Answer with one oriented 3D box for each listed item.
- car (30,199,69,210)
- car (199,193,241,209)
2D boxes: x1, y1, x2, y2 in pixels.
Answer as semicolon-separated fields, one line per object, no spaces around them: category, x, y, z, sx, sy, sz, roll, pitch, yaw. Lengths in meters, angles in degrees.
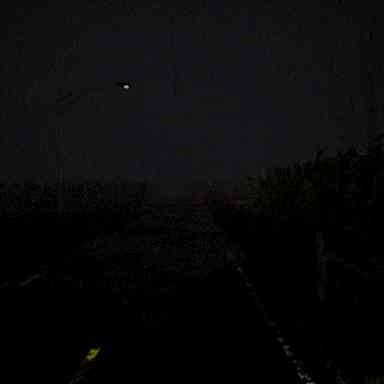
car;-18.869;1.680;44.071;4.892;1.490;1.837;2;0;0
car;3.696;1.189;44.041;5.566;2.045;2.150;0;0;0
